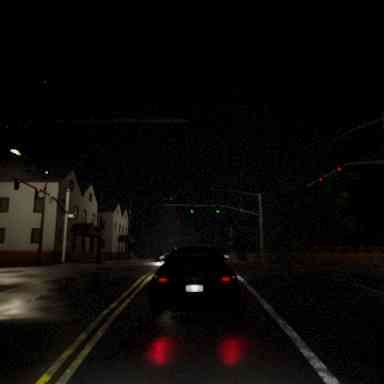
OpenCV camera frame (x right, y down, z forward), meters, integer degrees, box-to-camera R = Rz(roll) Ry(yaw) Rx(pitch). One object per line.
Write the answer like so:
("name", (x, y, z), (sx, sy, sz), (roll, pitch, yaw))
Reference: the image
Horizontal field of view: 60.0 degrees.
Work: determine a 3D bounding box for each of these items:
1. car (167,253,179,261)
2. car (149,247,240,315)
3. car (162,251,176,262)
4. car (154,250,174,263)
("car", (-3.547, 12.293, 63.069), (1.994, 1.385, 4.181), (0, -11, 0))
("car", (0.066, 2.129, 8.696), (1.994, 1.385, 4.181), (-1, -6, 0))
("car", (-3.591, 10.150, 52.344), (1.837, 1.490, 4.892), (0, -11, 0))
("car", (-3.597, 8.349, 43.137), (2.128, 1.511, 4.902), (0, -11, 0))
